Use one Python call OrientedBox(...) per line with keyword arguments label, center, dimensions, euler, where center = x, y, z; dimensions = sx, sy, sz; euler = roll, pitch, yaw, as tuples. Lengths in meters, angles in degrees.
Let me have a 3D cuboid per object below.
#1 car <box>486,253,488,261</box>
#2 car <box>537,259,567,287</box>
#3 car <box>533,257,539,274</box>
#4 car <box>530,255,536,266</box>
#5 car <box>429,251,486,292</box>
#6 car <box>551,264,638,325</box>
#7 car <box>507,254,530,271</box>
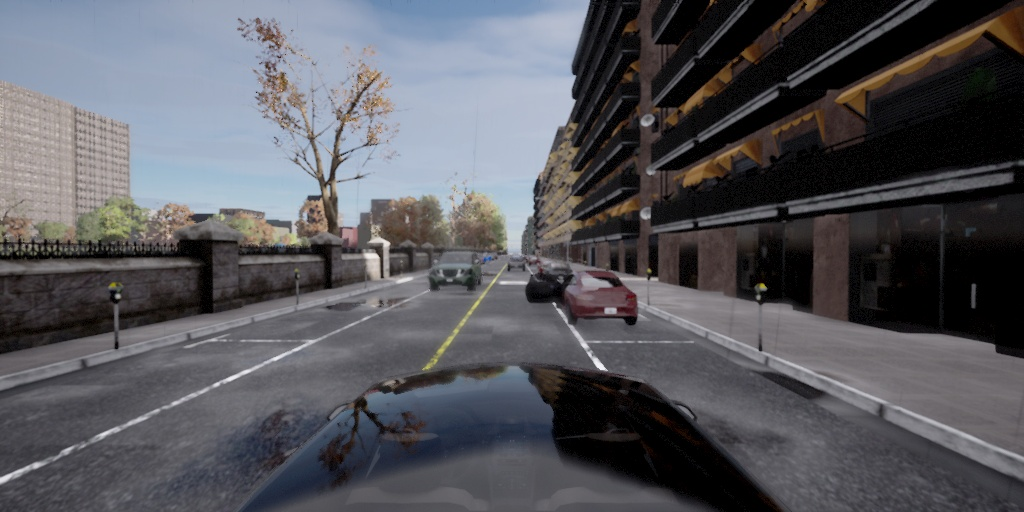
OrientedBox(label="car", center=(-5.115, 0.465, 51.828), dimensions=(2.192, 1.841, 5.009), euler=(0, 0, 1))
OrientedBox(label="car", center=(2.940, 1.033, 23.587), dimensions=(2.007, 1.370, 4.403), euler=(0, 0, 1))
OrientedBox(label="car", center=(3.005, 0.958, 29.217), dimensions=(1.888, 1.381, 4.507), euler=(0, 0, 1))
OrientedBox(label="car", center=(3.265, 0.736, 51.731), dimensions=(1.802, 1.307, 4.207), euler=(0, 0, 1))
OrientedBox(label="car", center=(-2.898, 0.750, 19.623), dimensions=(2.150, 2.045, 5.566), euler=(0, 1, 1))
OrientedBox(label="car", center=(2.459, 1.160, 11.141), dimensions=(1.812, 1.442, 4.674), euler=(0, 1, 1))
OrientedBox(label="car", center=(0.483, 0.793, 38.330), dimensions=(2.128, 1.511, 4.902), euler=(0, 1, 1))
